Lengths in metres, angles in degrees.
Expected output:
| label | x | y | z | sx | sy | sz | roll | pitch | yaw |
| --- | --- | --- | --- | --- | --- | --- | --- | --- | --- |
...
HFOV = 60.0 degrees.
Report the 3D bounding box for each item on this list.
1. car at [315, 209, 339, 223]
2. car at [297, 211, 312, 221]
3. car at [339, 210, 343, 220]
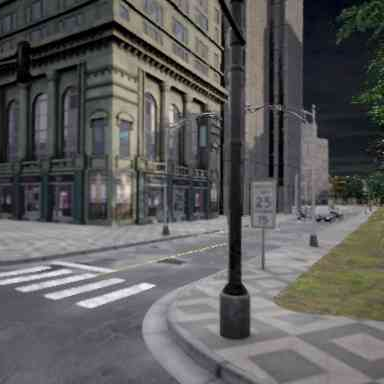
| label | x | y | z | sx | sy | sz | roll | pitch | yaw |
| --- | --- | --- | --- | --- | --- | --- | --- | --- | --- |
| car | 16.775 | 3.215 | 41.731 | 1.895 | 1.301 | 4.718 | 0 | -2 | 31 |
| car | 16.117 | 3.298 | 46.705 | 1.994 | 1.385 | 4.181 | 0 | -2 | 30 |
| car | 21.626 | 3.407 | 50.241 | 1.837 | 1.490 | 4.892 | 0 | -2 | 30 |
